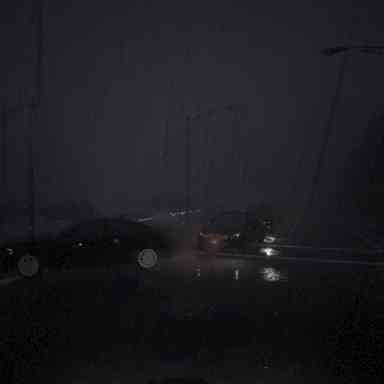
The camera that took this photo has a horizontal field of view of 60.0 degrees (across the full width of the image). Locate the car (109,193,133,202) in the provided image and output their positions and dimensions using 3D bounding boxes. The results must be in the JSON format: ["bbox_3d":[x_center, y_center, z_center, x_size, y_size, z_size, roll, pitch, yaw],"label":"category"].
[{"bbox_3d":[-13.887,1.045,65.314,4.605,1.855,1.932,0,0,18],"label":"car"}]

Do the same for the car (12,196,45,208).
[{"bbox_3d":[-21.752,1.273,44.273,3.633,1.501,1.845,0,0,18],"label":"car"}]

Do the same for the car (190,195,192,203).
[{"bbox_3d":[-2.484,1.052,44.674,3.866,1.878,1.905,0,0,18],"label":"car"}]

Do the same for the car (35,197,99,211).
[{"bbox_3d":[-9.067,1.355,24.216,3.633,1.501,1.845,0,0,18],"label":"car"}]

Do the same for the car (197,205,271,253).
[{"bbox_3d":[1.794,1.514,13.916,1.812,1.442,4.674,0,0,24],"label":"car"}]

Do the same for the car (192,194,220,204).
[{"bbox_3d":[1.591,1.124,56.802,5.027,1.636,2.152,0,0,18],"label":"car"}]

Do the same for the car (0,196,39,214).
[{"bbox_3d":[-15.152,1.355,29.404,3.806,1.475,1.970,0,0,18],"label":"car"}]

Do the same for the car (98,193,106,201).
[{"bbox_3d":[-20.299,1.013,70.935,3.866,1.878,1.905,0,0,18],"label":"car"}]

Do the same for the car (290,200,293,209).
[{"bbox_3d":[12.439,1.540,44.616,1.994,1.385,4.181,0,0,19],"label":"car"}]

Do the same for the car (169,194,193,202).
[{"bbox_3d":[-2.187,1.256,68.705,4.514,1.523,2.007,0,0,18],"label":"car"}]

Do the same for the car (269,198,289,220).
[{"bbox_3d":[5.838,1.474,24.975,2.128,1.511,4.902,0,0,19],"label":"car"}]

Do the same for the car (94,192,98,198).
[{"bbox_3d":[-21.937,1.297,67.978,3.806,1.475,1.970,0,0,18],"label":"car"}]

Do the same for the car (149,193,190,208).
[{"bbox_3d":[-3.018,1.073,41.788,4.605,1.855,1.932,0,0,18],"label":"car"}]

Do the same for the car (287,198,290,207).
[{"bbox_3d":[7.709,1.486,30.541,1.837,1.490,4.892,0,0,19],"label":"car"}]

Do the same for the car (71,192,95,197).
[{"bbox_3d":[-18.529,1.248,53.732,4.514,1.523,2.007,0,0,18],"label":"car"}]

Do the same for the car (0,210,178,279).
[{"bbox_3d":[-2.920,1.475,9.917,5.008,1.535,1.882,0,0,-19],"label":"car"}]

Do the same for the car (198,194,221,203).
[{"bbox_3d":[3.328,1.201,62.988,3.806,1.475,1.970,0,0,18],"label":"car"}]

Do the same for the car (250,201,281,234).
[{"bbox_3d":[3.934,1.489,19.327,1.837,1.490,4.892,0,0,19],"label":"car"}]
